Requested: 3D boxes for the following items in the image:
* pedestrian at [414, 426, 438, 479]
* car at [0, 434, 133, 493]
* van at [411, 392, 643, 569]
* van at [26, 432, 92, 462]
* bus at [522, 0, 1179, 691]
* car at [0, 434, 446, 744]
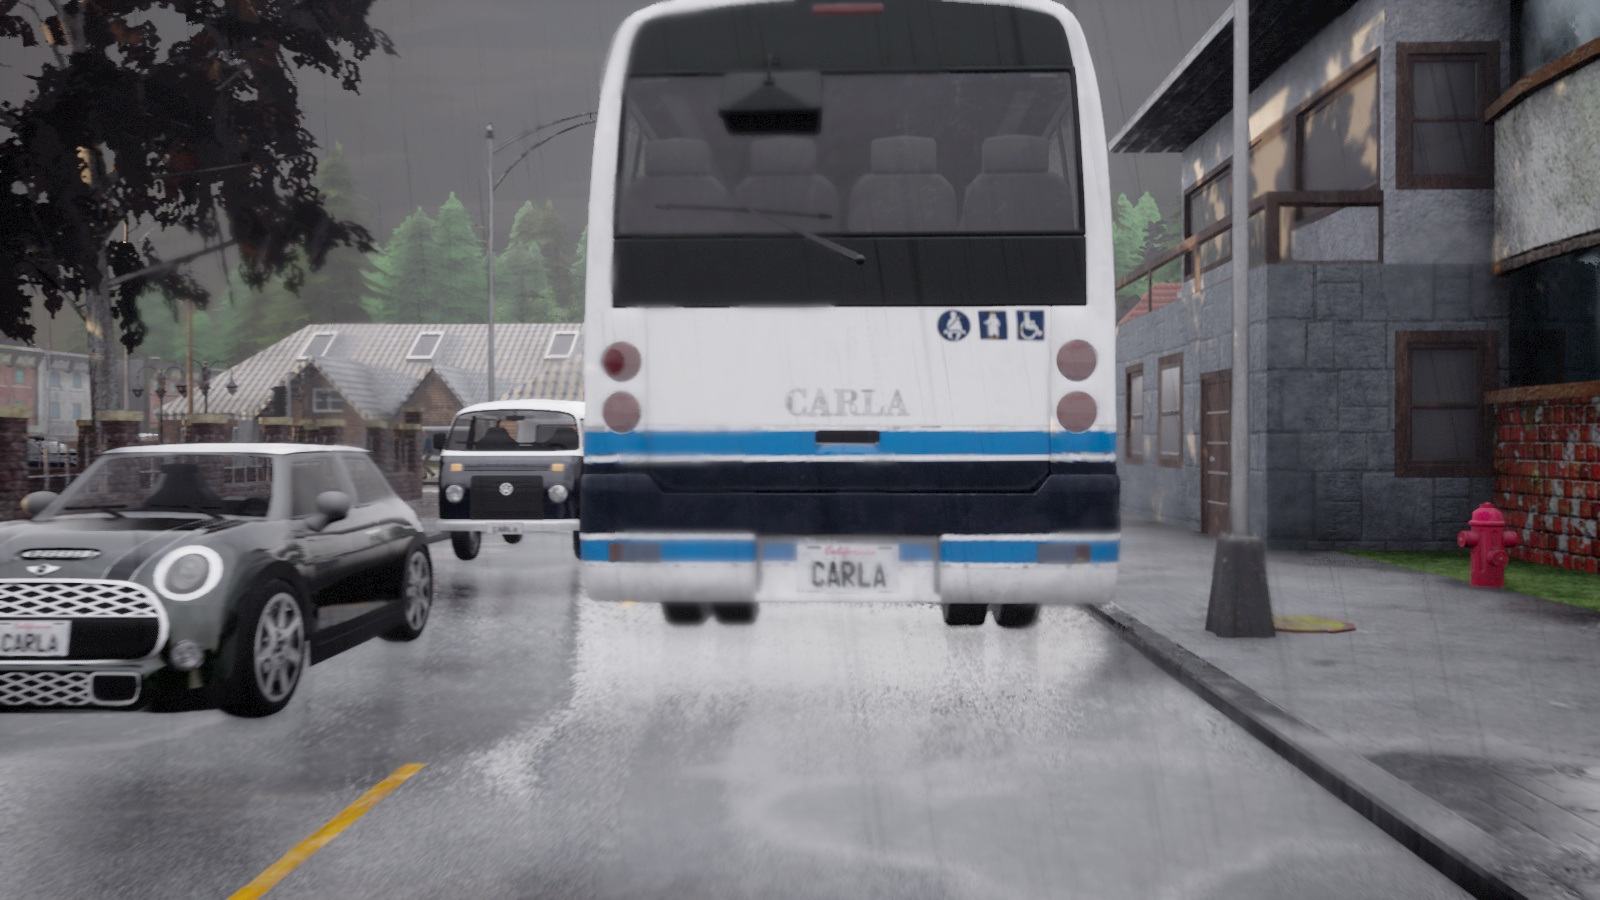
[{"bbox_3d":[-13.077,0.086,43.882,0.726,1.842,0.402,0,0,2],"label":"pedestrian"},{"bbox_3d":[-22.174,0.365,36.147,4.856,1.649,2.033,0,0,0],"label":"car"},{"bbox_3d":[-3.421,0.331,16.689,2.069,2.038,4.480,0,0,0],"label":"van"},{"bbox_3d":[-50.228,-0.233,85.210,1.775,1.987,4.442,0,0,2],"label":"van"},{"bbox_3d":[0.500,-0.733,12.693,3.944,4.253,10.273,0,0,2],"label":"bus"},{"bbox_3d":[-3.748,0.645,7.872,1.970,1.475,3.806,0,0,0],"label":"car"}]
